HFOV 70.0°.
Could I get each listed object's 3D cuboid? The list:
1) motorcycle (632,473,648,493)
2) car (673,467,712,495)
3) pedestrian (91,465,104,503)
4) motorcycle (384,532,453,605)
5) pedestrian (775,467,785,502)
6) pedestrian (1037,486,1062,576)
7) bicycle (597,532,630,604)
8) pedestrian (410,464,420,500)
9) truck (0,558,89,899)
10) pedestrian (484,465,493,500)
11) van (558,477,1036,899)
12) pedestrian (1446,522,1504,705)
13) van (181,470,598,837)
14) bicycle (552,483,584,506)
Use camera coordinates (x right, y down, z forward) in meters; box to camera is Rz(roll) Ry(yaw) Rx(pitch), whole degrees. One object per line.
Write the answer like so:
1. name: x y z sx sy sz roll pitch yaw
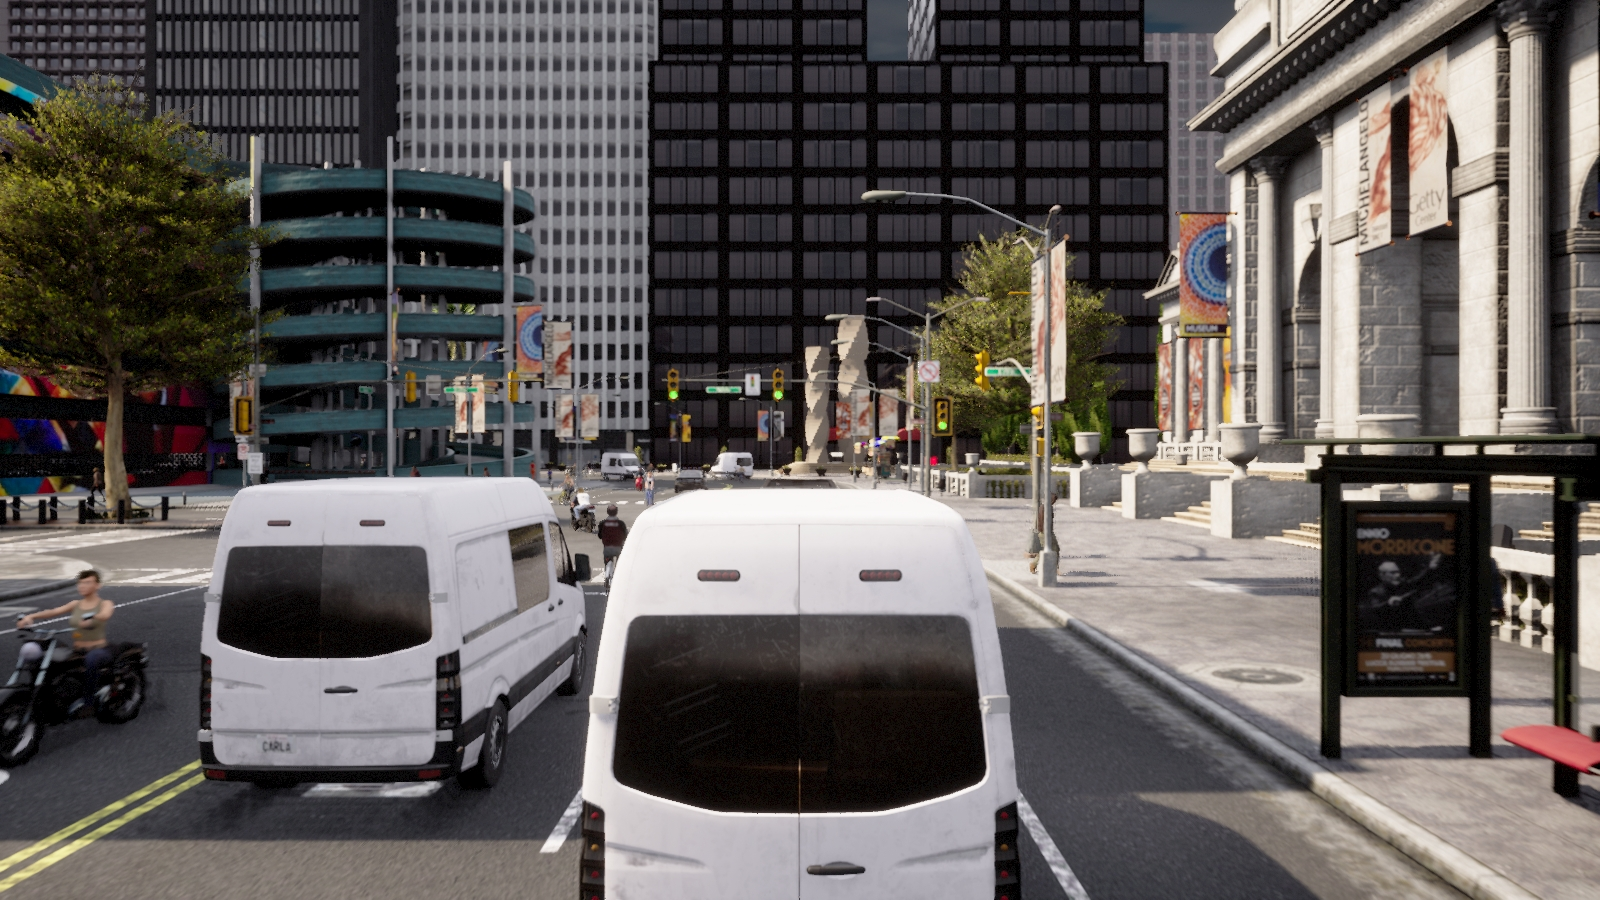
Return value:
1. motorcycle: -10.584 2.186 75.664 0.856 1.236 1.805 0 0 -1
2. car: -6.980 1.986 74.469 2.097 1.638 5.238 0 0 -1
3. pedestrian: -35.187 1.700 57.236 0.375 1.860 0.375 0 0 7
4. motorcycle: -7.264 2.214 21.704 0.803 1.145 2.033 -1 1 -31
5. pedestrian: -1.069 1.852 60.837 0.375 1.860 0.375 0 0 -23
6. pedestrian: 5.245 1.697 24.042 0.375 1.860 0.375 0 0 -44
7. bicycle: -3.527 2.211 21.695 0.329 1.171 1.835 0 0 0
8. pedestrian: -20.472 1.700 60.791 0.375 1.860 0.375 0 0 21
9. truck: -3.503 1.569 0.913 2.627 2.467 5.204 0 0 0
10. pedestrian: -16.478 1.702 60.402 0.375 1.860 0.375 0 0 2
11. van: -0.014 1.535 7.705 1.988 2.561 5.915 0 0 0
12. pedestrian: 7.079 1.697 11.990 0.375 1.860 0.375 0 0 -6
13. van: -3.516 1.536 11.282 1.988 2.561 5.915 0 0 0
14. bicycle: -11.726 2.260 57.686 0.859 1.080 1.487 -2 0 23
